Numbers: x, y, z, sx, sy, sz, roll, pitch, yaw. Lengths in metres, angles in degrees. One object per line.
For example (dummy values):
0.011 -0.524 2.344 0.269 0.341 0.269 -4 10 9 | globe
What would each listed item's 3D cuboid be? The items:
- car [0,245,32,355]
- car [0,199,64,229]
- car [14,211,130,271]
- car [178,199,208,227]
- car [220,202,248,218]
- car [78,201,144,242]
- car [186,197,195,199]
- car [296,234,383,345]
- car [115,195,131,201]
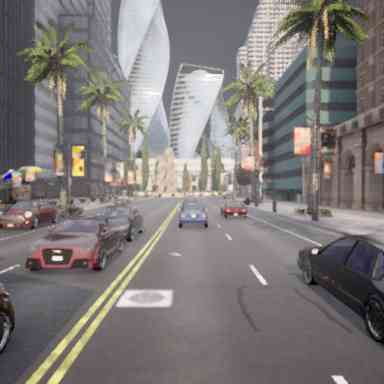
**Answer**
-3.527 1.550 3.055 1.994 1.385 4.181 0 0 0 | car
-10.119 1.264 20.777 2.185 1.767 4.553 0 0 -1 | car
-3.480 1.518 10.613 1.994 1.385 4.181 0 0 0 | car
0.062 1.452 22.069 2.033 1.411 5.357 0 0 -1 | car
3.477 1.477 28.578 1.895 1.301 4.718 0 0 0 | car
-3.479 1.422 16.061 2.128 1.511 4.902 0 0 0 | car
-0.156 1.380 42.591 1.994 1.385 4.181 0 0 -1 | car
3.613 1.520 6.251 2.033 1.411 5.357 0 0 0 | car
-10.424 1.264 50.151 2.231 1.521 4.892 0 0 -1 | car
